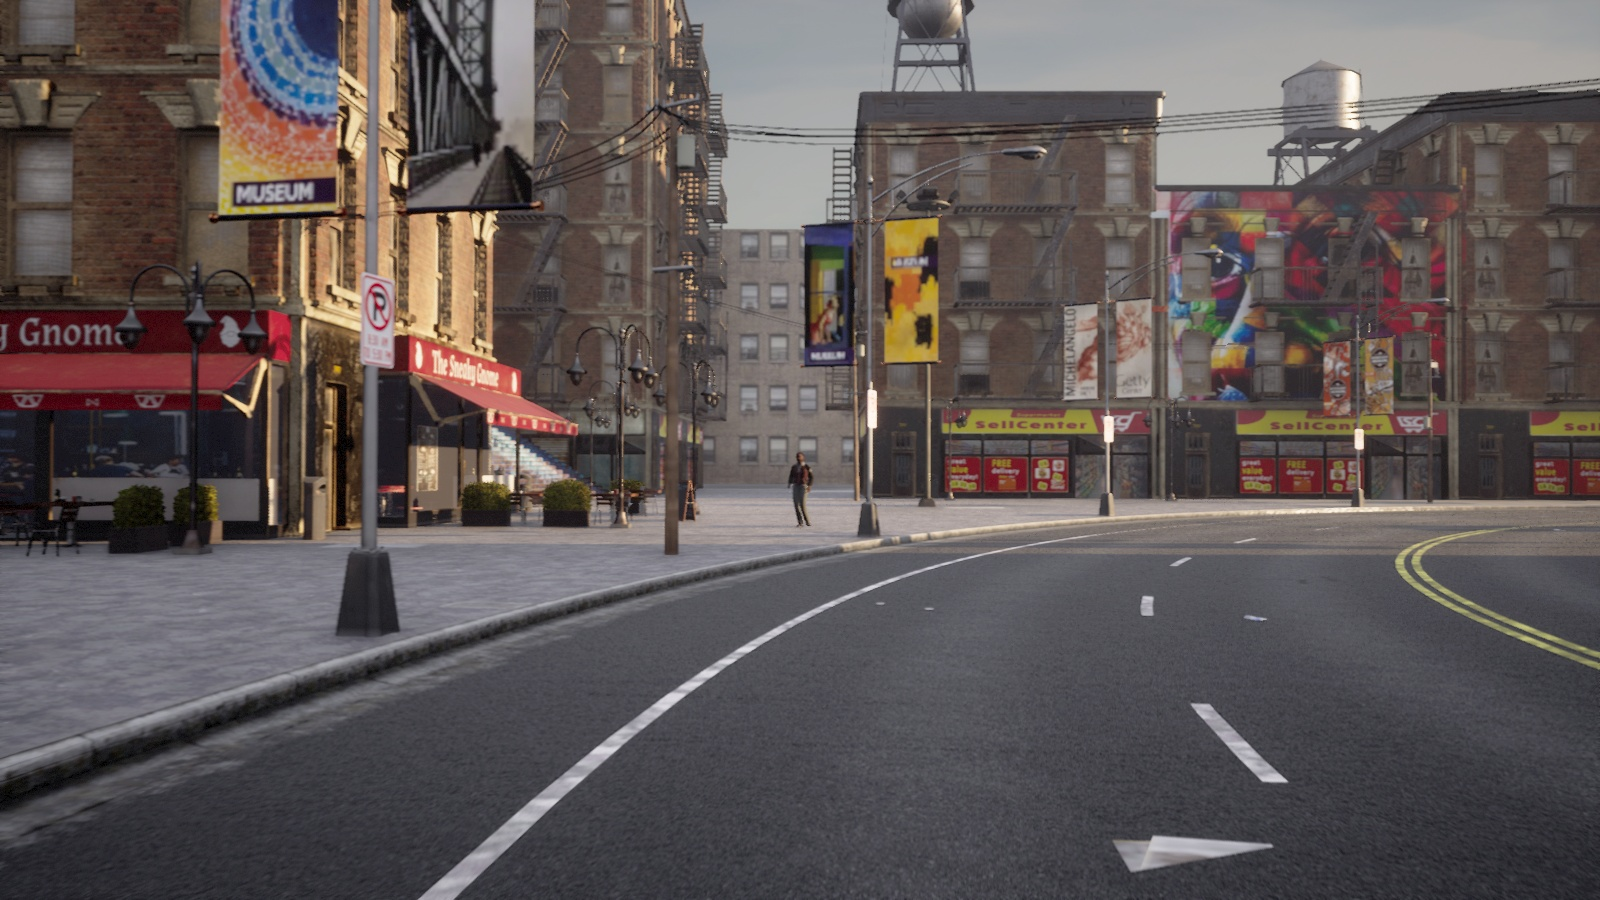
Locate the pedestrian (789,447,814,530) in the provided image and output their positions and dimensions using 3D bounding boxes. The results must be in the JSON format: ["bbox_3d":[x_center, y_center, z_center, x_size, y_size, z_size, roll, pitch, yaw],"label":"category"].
[{"bbox_3d":[0.039,0.904,29.705,0.402,1.930,0.666,0,-1,18],"label":"pedestrian"}]
